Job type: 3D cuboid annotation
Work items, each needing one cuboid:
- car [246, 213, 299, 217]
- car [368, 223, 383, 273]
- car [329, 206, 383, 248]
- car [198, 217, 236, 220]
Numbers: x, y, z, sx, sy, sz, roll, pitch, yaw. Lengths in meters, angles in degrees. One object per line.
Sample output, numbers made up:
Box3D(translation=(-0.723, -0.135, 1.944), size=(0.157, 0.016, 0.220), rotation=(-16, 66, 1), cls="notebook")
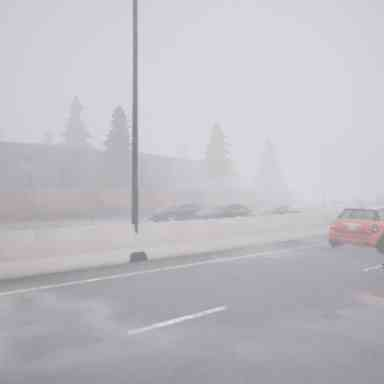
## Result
Box3D(translation=(5.185, 1.536, 21.013), size=(4.674, 1.442, 1.812), rotation=(0, 0, -40), cls="car")
Box3D(translation=(7.093, 1.554, 8.879), size=(5.357, 1.411, 2.033), rotation=(0, 0, -37), cls="car")
Box3D(translation=(7.676, 1.362, 13.778), size=(4.553, 1.767, 2.097), rotation=(0, 0, -38), cls="car")
Box3D(translation=(2.308, 1.515, 23.171), size=(4.892, 1.490, 1.837), rotation=(0, 0, -39), cls="car")
